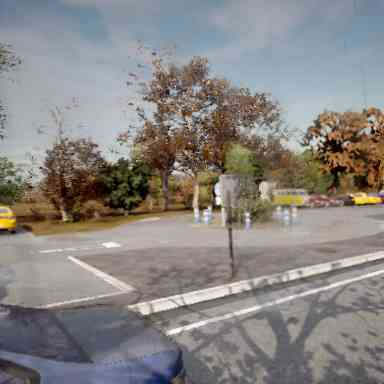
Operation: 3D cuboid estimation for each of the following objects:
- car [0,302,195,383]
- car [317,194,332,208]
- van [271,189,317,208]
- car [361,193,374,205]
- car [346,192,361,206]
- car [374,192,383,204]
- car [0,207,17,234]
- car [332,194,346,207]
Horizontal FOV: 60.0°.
[{"bbox_3d":[-2.498,1.548,1.904,5.357,1.411,2.033,0,0,-36],"label":"car"},{"bbox_3d":[12.555,0.969,36.956,2.002,1.452,4.674,0,0,-35],"label":"car"},{"bbox_3d":[10.439,0.712,35.316,1.878,1.987,4.442,0,1,-35],"label":"van"},{"bbox_3d":[19.403,0.876,41.977,1.946,1.575,5.366,-1,0,-35],"label":"car"},{"bbox_3d":[17.206,0.934,40.247,2.163,1.488,4.792,0,0,-35],"label":"car"},{"bbox_3d":[21.692,0.842,43.581,1.946,1.575,5.366,-1,0,-35],"label":"car"},{"bbox_3d":[-11.655,1.598,19.637,2.097,1.535,5.008,0,0,-35],"label":"car"},{"bbox_3d":[14.836,0.960,38.554,2.002,1.452,4.674,0,0,-35],"label":"car"}]
